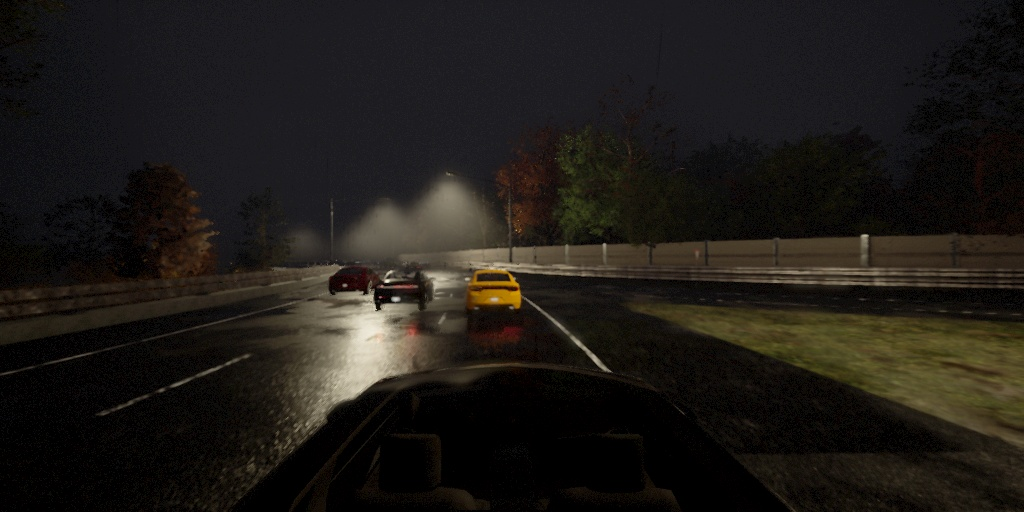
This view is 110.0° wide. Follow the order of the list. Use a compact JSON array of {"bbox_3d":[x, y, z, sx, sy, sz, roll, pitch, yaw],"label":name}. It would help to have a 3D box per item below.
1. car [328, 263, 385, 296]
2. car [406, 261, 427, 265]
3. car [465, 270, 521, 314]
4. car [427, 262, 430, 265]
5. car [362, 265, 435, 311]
[{"bbox_3d":[-8.877,1.345,20.555,1.882,1.535,5.008,0,0,-10],"label":"car"},{"bbox_3d":[-11.753,1.473,42.617,1.837,1.490,4.892,0,0,-22],"label":"car"},{"bbox_3d":[-0.829,1.281,14.175,1.882,1.535,5.008,0,0,-6],"label":"car"},{"bbox_3d":[-14.000,1.521,55.260,2.128,1.511,4.902,0,0,-28],"label":"car"},{"bbox_3d":[-4.375,1.315,14.977,2.128,1.511,4.902,0,0,-7],"label":"car"}]
